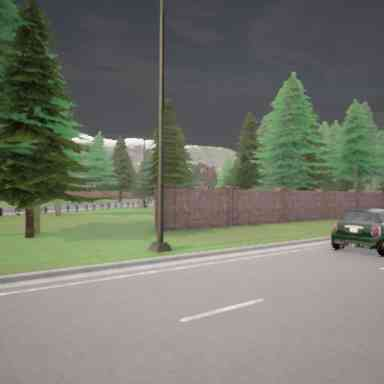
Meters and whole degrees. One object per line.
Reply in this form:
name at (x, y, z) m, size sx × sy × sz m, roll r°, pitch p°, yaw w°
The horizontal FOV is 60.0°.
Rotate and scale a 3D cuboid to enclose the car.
car at (7.811, 1.482, 13.736) m, size 4.553 × 1.767 × 2.097 m, roll 1°, pitch -1°, yaw -35°
